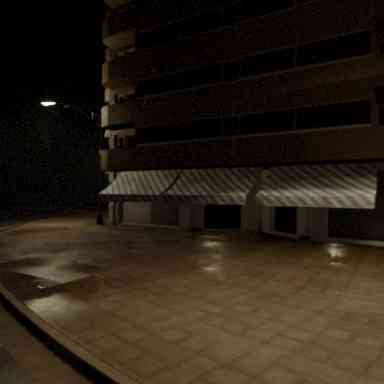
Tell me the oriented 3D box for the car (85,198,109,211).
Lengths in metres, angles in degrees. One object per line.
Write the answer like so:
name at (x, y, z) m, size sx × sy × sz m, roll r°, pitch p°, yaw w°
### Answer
car at (-10.416, 1.511, 40.600) m, size 1.812 × 1.442 × 4.674 m, roll 0°, pitch 0°, yaw 25°

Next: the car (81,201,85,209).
car at (-12.570, 1.501, 44.039) m, size 1.812 × 1.442 × 4.674 m, roll 0°, pitch 0°, yaw 27°
